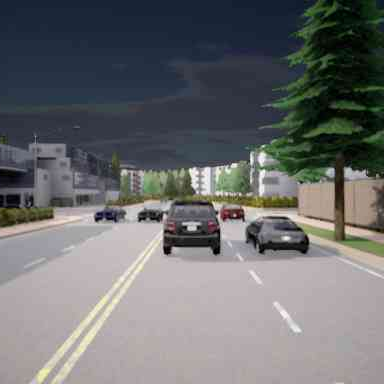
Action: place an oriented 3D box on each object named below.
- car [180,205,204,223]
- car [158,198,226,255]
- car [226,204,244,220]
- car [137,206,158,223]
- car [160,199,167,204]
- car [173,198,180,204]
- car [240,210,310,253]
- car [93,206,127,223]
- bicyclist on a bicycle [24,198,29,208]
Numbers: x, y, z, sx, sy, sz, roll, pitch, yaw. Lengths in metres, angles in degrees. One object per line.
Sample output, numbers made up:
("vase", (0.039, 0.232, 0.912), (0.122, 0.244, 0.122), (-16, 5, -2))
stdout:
("car", (-0.002, 1.889, 29.133), (1.895, 1.301, 4.718), (0, -1, 0))
("car", (-0.001, 1.356, 14.047), (2.150, 2.045, 5.566), (0, 0, 0))
("car", (3.502, 1.770, 29.501), (1.882, 1.535, 5.008), (0, 0, 0))
("car", (-3.506, 1.885, 28.755), (1.895, 1.301, 4.718), (0, -1, 0))
("car", (-7.682, 2.478, 90.902), (1.895, 1.301, 4.718), (0, -1, -5))
("car", (-4.236, 2.380, 91.547), (1.837, 1.490, 4.892), (0, -1, -5))
("car", (3.501, 1.707, 14.333), (1.994, 1.385, 4.181), (0, -1, 0))
("car", (-7.006, 1.885, 28.755), (1.895, 1.301, 4.718), (0, -1, 0))
("bicyclist on a bicycle", (-25.426, 1.808, 51.143), (0.582, 1.620, 1.656), (0, 0, 0))
